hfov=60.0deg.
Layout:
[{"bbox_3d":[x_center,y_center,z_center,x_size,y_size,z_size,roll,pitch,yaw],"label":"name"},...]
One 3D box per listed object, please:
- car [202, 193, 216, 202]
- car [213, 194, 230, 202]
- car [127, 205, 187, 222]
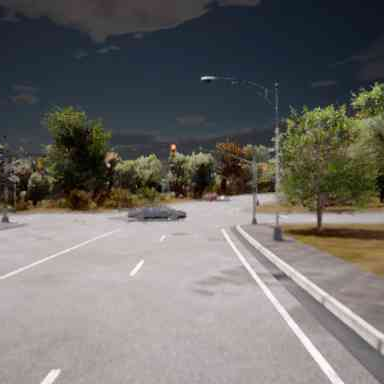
[{"bbox_3d":[4.249,1.275,80.081,2.150,2.045,5.566,0,2,26],"label":"car"},{"bbox_3d":[7.220,1.636,78.186,1.895,1.301,4.718,0,2,26],"label":"car"},{"bbox_3d":[-3.193,1.938,30.532,5.357,1.411,2.033,0,-1,3],"label":"car"}]
